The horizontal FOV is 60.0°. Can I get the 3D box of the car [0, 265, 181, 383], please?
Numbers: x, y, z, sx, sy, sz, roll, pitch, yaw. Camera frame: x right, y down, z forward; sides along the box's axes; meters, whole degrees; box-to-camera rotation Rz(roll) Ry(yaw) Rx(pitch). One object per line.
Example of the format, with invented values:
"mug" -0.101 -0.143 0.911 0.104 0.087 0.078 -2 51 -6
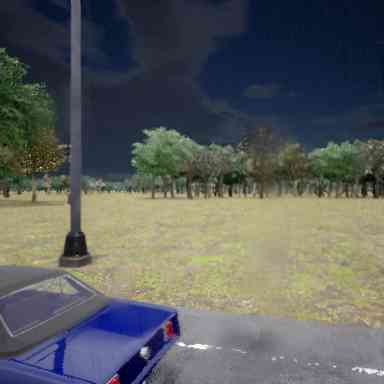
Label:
"car" -2.631 1.595 3.875 4.718 1.301 1.895 0 0 18
